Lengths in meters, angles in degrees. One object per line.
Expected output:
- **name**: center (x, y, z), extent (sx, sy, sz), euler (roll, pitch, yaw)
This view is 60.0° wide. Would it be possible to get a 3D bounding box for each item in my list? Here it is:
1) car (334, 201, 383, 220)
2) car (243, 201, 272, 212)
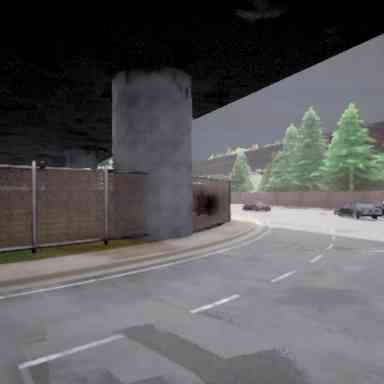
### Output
- **car**: center (14.693, 1.644, 29.664), extent (2.033, 1.411, 5.357), euler (0, 0, -3)
- **car**: center (8.097, 1.774, 41.551), extent (1.994, 1.385, 4.181), euler (0, 0, -21)
